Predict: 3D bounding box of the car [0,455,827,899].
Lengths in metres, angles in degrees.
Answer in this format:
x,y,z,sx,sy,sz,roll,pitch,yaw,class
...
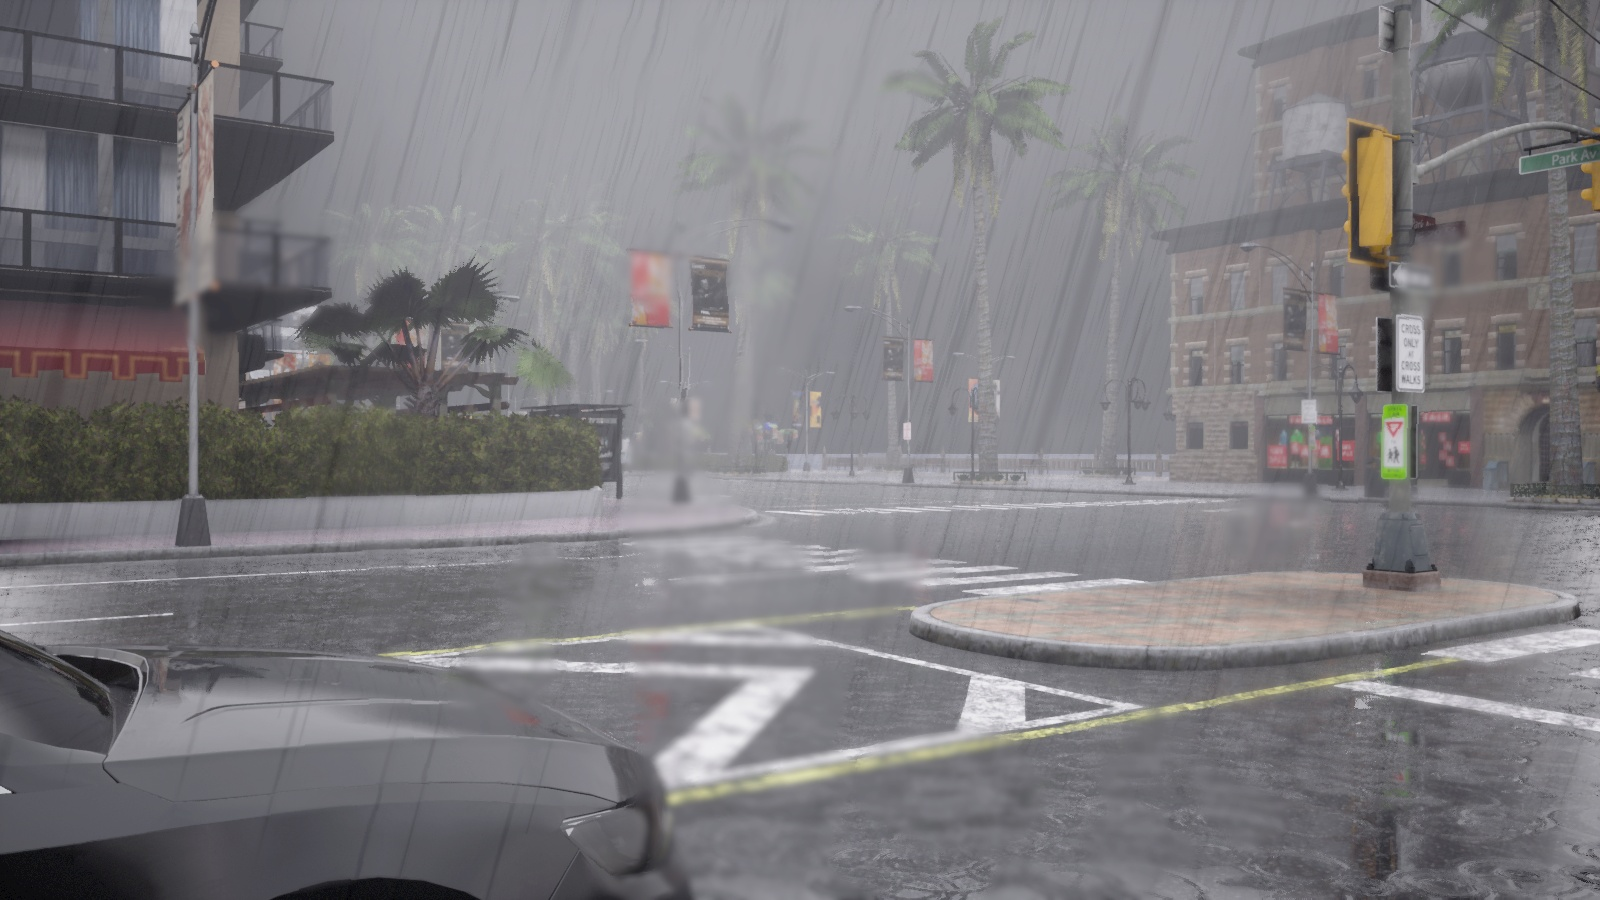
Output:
x,y,z,sx,sy,sz,roll,pitch,yaw,class
-2.478,0.760,1.933,4.892,1.490,1.837,0,0,-35,car
